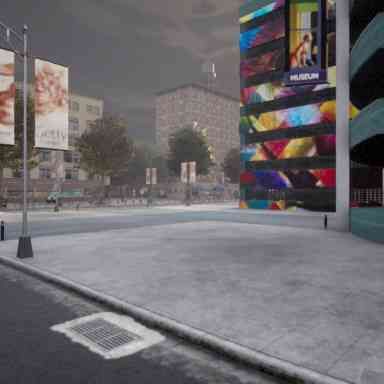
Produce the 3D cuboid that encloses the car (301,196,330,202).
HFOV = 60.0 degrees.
[{"bbox_3d":[14.255,1.320,39.330,2.002,1.452,4.674,0,0,43],"label":"car"}]

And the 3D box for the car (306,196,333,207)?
[{"bbox_3d":[19.579,1.413,51.052,2.161,1.482,4.786,0,0,43],"label":"car"}]
